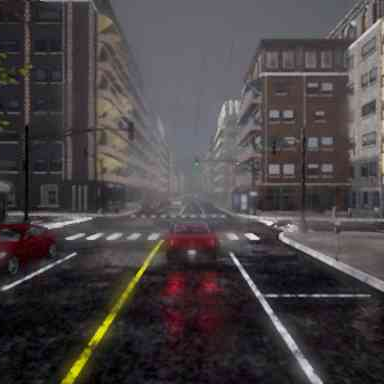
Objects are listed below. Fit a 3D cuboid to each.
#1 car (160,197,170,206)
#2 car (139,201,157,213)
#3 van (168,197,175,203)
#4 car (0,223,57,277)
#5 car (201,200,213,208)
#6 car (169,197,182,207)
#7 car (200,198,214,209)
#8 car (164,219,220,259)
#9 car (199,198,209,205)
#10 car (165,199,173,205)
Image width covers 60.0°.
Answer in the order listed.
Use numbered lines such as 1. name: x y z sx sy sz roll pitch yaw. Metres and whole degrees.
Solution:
1. car: -5.660 2.024 71.116 2.192 1.841 5.009 0 -1 0
2. car: -5.673 1.867 42.923 1.967 1.590 4.097 0 -1 0
3. van: -5.648 2.275 93.671 1.690 1.788 3.998 0 -1 0
4. car: -5.688 1.687 10.513 1.802 1.307 4.206 0 -1 0
5. car: 2.717 2.141 59.827 1.887 1.381 4.507 0 -1 0
6. car: -2.985 2.181 65.764 1.812 1.442 4.674 0 -1 1
7. car: 2.714 2.091 54.190 2.008 1.369 4.403 0 -1 0
8. car: -0.066 1.733 13.244 1.895 1.301 4.718 0 -1 -2
9. car: 2.724 2.206 76.744 1.967 1.590 4.097 0 -1 0
10. car: -5.653 2.346 82.222 1.752 1.417 4.829 0 -1 0
